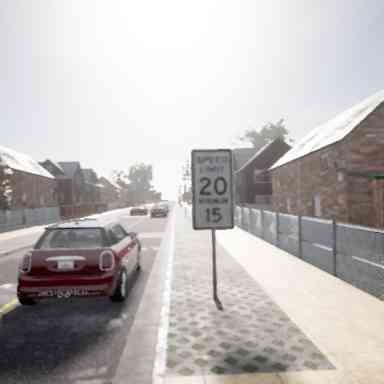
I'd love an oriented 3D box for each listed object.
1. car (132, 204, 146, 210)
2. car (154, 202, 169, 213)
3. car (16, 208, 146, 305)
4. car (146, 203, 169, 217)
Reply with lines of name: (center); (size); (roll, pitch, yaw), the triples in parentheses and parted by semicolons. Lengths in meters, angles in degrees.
car: (-6.934, 2.291, 43.724); (1.994, 1.385, 4.181); (-1, -1, -3)
car: (-4.458, 2.324, 49.682); (2.033, 1.411, 5.357); (-1, -1, -3)
car: (-2.558, 1.470, 8.601); (2.097, 1.767, 4.553); (-1, -1, -3)
car: (-3.935, 2.149, 39.552); (2.033, 1.411, 5.357); (-1, -1, -2)
